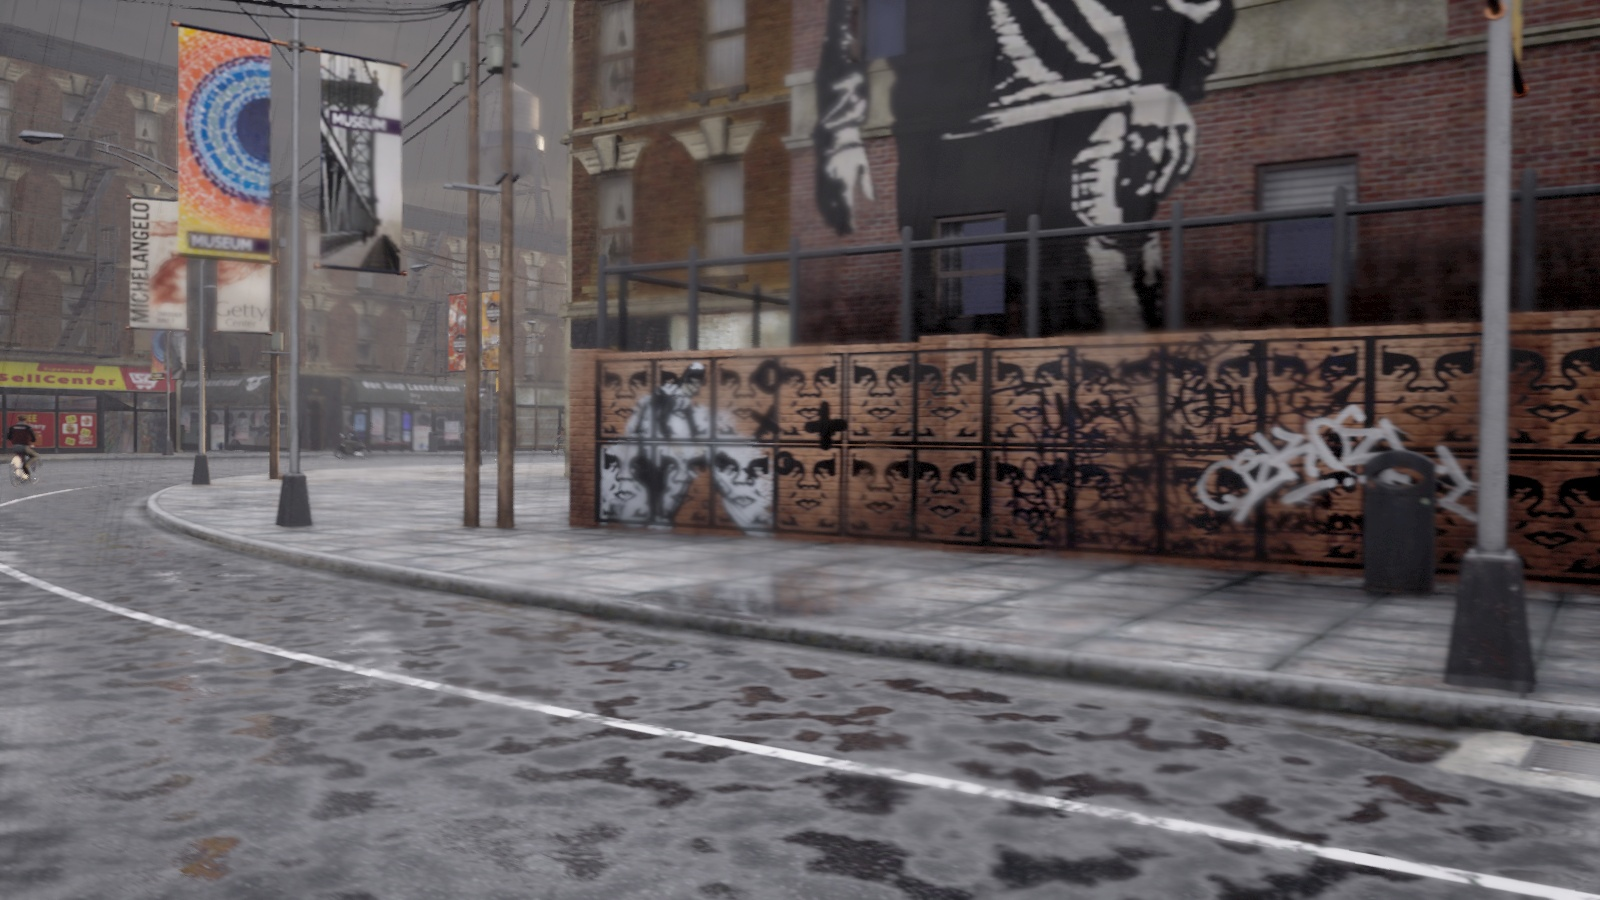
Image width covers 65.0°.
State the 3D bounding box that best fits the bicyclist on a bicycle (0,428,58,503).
[{"bbox_3d":[-18.880,0.353,30.744,0.659,1.776,1.843,0,1,-12],"label":"bicyclist on a bicycle"}]

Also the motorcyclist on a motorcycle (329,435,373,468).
[{"bbox_3d":[-21.930,0.047,61.344,0.866,1.590,1.817,0,1,33],"label":"motorcyclist on a motorcycle"}]
